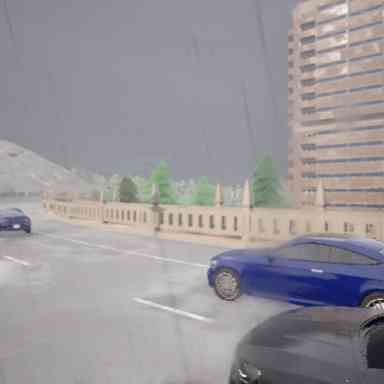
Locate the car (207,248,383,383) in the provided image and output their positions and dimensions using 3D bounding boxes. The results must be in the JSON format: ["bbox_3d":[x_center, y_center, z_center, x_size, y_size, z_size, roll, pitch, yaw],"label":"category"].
[{"bbox_3d":[2.591,1.515,2.245,4.892,1.490,1.837,0,0,35],"label":"car"}]

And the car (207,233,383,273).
[{"bbox_3d":[2.492,1.555,6.661,4.674,1.442,1.812,0,0,37],"label":"car"}]

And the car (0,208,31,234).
[{"bbox_3d":[-10.590,1.618,18.949,1.812,1.442,4.674,0,0,-41],"label":"car"}]
